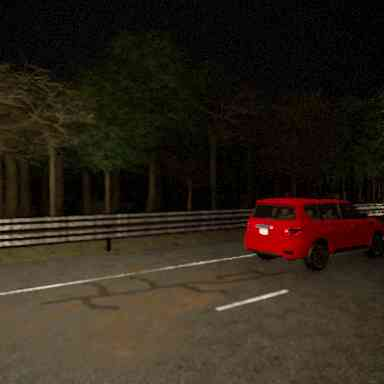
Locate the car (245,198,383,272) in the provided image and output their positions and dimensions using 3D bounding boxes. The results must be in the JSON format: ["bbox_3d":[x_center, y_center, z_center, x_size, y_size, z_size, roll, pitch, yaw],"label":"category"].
[{"bbox_3d":[4.237,1.224,11.067,5.566,2.045,2.150,0,0,-35],"label":"car"}]
